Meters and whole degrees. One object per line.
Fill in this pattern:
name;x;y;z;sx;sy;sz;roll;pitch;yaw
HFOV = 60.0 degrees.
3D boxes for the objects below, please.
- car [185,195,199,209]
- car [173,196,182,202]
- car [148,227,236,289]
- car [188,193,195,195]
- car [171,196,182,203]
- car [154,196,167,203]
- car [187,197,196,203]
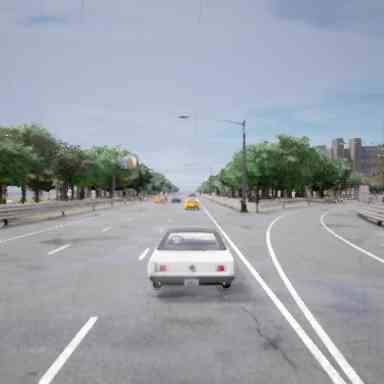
car;-0.015;1.569;46.119;1.882;1.535;5.008;0;0;0
car;-3.529;1.667;82.318;1.895;1.301;4.718;0;0;0
car;-0.004;1.617;9.196;1.895;1.301;4.718;0;0;0
car;-0.029;1.316;82.736;2.150;2.045;5.566;0;0;0
car;-3.525;1.716;72.281;1.812;1.442;4.674;0;0;0
car;-7.025;1.666;71.865;1.882;1.535;5.008;0;0;0
car;-0.025;1.791;73.110;1.895;1.301;4.718;0;0;0
